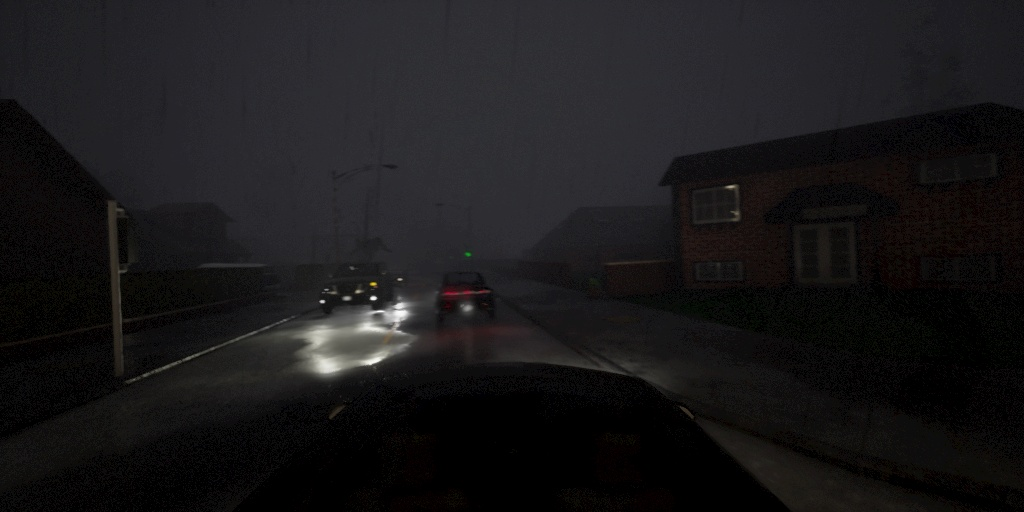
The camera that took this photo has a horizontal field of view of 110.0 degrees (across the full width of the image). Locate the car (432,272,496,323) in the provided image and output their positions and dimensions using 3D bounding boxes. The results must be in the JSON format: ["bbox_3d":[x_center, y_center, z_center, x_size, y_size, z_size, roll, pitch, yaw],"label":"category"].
[{"bbox_3d":[-1.752,1.309,12.677,2.128,1.511,4.902,-3,0,-11],"label":"car"}]

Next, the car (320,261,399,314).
[{"bbox_3d":[-6.731,1.256,16.168,2.150,2.045,5.566,-3,0,-11],"label":"car"}]

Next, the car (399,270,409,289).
[{"bbox_3d":[-8.639,1.711,26.092,1.895,1.301,4.718,-3,0,-11],"label":"car"}]
